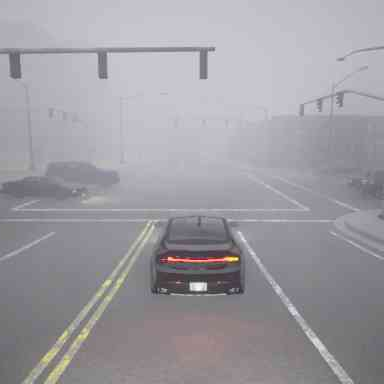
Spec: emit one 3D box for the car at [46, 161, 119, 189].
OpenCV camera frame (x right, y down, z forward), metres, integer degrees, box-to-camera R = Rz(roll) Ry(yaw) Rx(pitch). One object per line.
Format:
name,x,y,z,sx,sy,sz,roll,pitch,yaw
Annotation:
car,-8.538,-1.354,25.951,5.566,2.045,2.150,-2,9,-13

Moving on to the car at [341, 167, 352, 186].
car,13.950,-0.882,25.009,4.181,1.385,1.994,0,8,0

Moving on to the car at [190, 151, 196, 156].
car,0.281,-10.453,89.592,2.033,1.411,5.357,0,8,0

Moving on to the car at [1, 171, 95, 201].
car,-9.299,-0.307,21.088,5.357,1.411,2.033,2,9,12

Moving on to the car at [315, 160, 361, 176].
car,15.665,-2.657,35.556,4.553,1.767,2.097,0,8,0

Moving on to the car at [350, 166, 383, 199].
car,13.229,-0.580,21.520,4.553,1.767,2.097,0,8,0

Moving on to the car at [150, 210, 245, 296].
car,0.115,1.200,8.071,1.837,1.490,4.892,0,4,0
